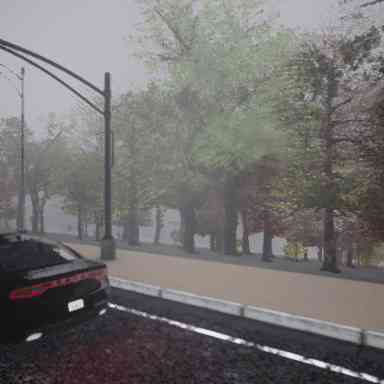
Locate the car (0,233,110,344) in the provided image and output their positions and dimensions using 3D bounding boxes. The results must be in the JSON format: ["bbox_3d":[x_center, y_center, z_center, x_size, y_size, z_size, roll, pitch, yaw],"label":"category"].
[{"bbox_3d":[-3.725,1.536,6.342,5.008,1.535,1.882,-1,0,35],"label":"car"}]
